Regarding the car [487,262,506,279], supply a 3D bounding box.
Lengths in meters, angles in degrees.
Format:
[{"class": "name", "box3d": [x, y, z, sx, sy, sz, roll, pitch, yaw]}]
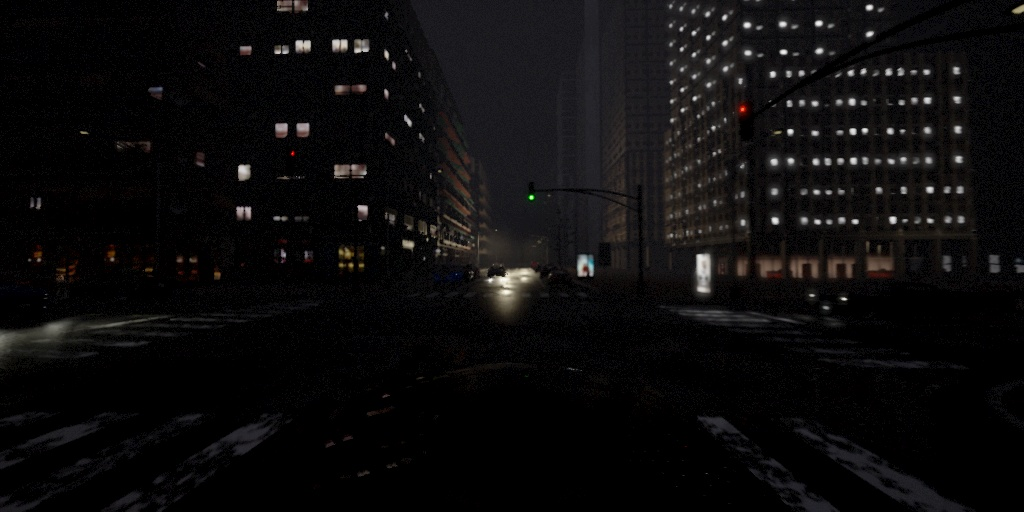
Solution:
[{"class": "car", "box3d": [-1.699, 1.753, 40.461, 2.033, 1.411, 5.357, 0, -1, 2]}]

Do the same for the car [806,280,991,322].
[{"class": "car", "box3d": [13.870, 1.630, 13.243, 4.718, 1.301, 1.895, 0, -1, 3]}]

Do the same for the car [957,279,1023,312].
[{"class": "car", "box3d": [19.920, 1.681, 15.760, 4.403, 1.370, 2.007, 0, 0, 1]}]

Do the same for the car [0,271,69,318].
[{"class": "car", "box3d": [-17.094, 1.188, 10.780, 5.008, 1.535, 1.882, 1, -1, 0]}]

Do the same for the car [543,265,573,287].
[{"class": "car", "box3d": [3.571, 1.602, 27.061, 1.802, 1.307, 4.207, 0, 0, 2]}]

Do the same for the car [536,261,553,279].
[{"class": "car", "box3d": [3.925, 1.586, 38.110, 1.967, 1.591, 4.097, 0, 0, 2]}]

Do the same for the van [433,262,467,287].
[{"class": "van", "box3d": [-4.806, 1.413, 27.330, 1.690, 1.789, 3.998, 0, 0, 2]}]

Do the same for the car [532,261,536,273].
[{"class": "car", "box3d": [4.457, 1.779, 54.683, 1.967, 1.591, 4.097, 0, 0, 2]}]

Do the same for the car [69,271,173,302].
[{"class": "car", "box3d": [-18.263, 1.375, 16.585, 4.313, 1.339, 1.948, 0, 0, 1]}]

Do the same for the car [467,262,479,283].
[{"class": "car", "box3d": [-4.629, 1.450, 32.855, 2.192, 1.841, 5.009, 0, 0, 2]}]
